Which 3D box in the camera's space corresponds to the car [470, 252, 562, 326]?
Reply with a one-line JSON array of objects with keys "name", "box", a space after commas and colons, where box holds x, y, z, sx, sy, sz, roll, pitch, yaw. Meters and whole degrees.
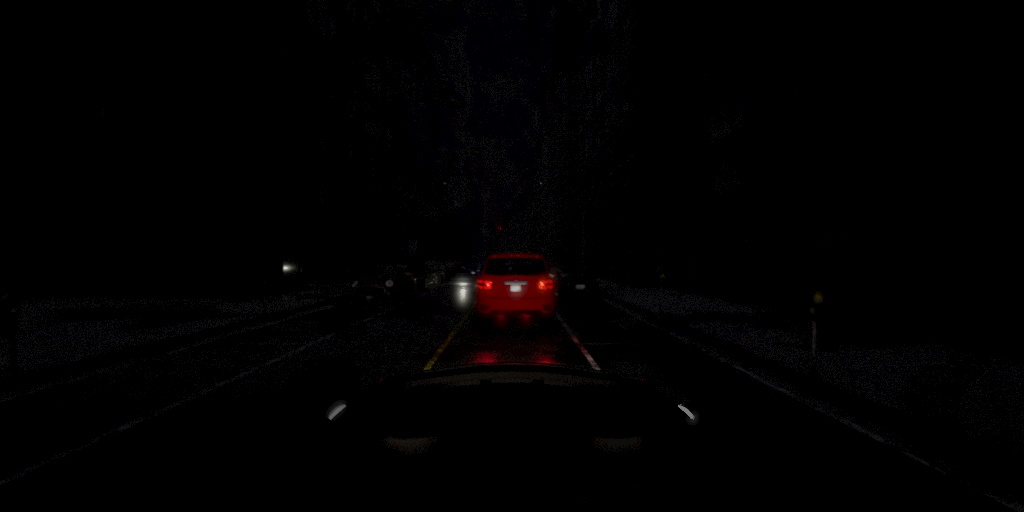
[{"name": "car", "box": [0.108, 0.935, 11.689, 2.150, 2.045, 5.566, 0, -1, 0]}]

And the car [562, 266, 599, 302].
[{"name": "car", "box": [2.771, 1.271, 16.457, 1.948, 1.339, 4.313, 0, 0, 0]}]

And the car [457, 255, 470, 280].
[{"name": "car", "box": [-2.981, 0.945, 30.566, 2.150, 2.045, 5.566, 0, 0, 0]}]

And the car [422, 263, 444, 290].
[{"name": "car", "box": [-5.751, 1.254, 21.968, 1.948, 1.339, 4.313, 0, 0, 0]}]

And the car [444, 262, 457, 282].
[{"name": "car", "box": [-5.747, 1.223, 27.473, 2.007, 1.370, 4.403, 0, 0, 0]}]

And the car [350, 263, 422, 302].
[{"name": "car", "box": [-5.755, 1.144, 16.463, 1.967, 1.591, 4.097, 0, 0, 0]}]
